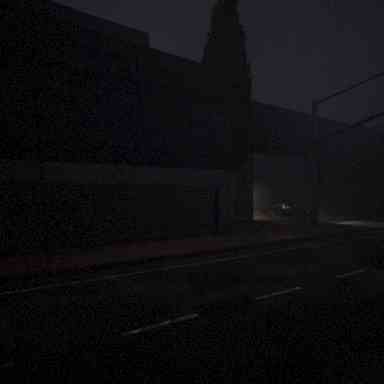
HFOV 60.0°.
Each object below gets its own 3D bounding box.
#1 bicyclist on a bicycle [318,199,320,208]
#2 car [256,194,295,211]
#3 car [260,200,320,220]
[{"bbox_3d":[16.214,1.301,43.252,1.656,1.620,0.582,0,0,-37],"label":"bicyclist on a bicycle"},{"bbox_3d":[9.019,1.222,33.700,2.150,2.045,5.566,0,0,-37],"label":"car"},{"bbox_3d":[8.477,1.600,28.571,1.895,1.301,4.718,0,0,-37],"label":"car"}]
